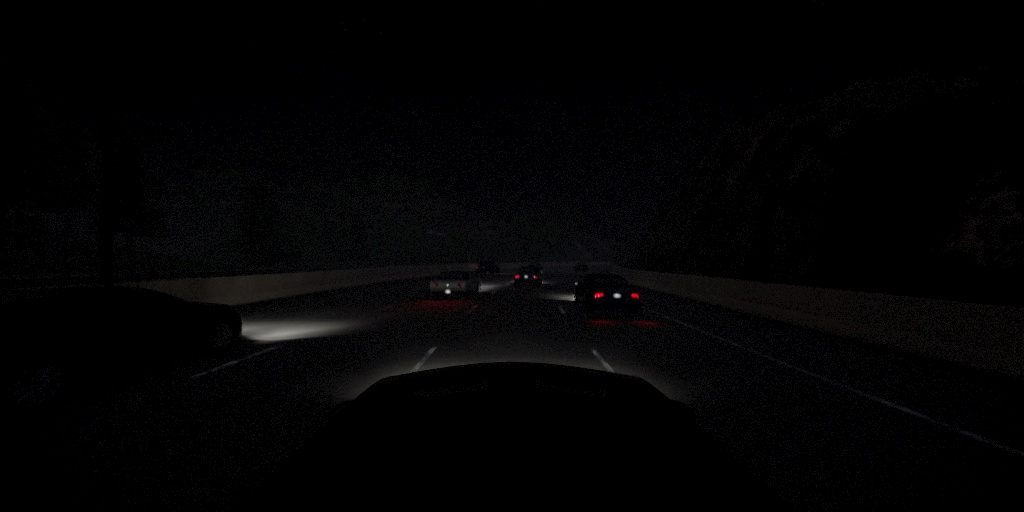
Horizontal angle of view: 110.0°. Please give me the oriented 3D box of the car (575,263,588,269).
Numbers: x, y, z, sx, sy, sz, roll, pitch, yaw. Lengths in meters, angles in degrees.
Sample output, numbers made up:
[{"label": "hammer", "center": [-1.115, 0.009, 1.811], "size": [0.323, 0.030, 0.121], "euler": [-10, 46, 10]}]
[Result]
[{"label": "car", "center": [11.524, 1.829, 59.324], "size": [1.812, 1.442, 4.674], "euler": [0, -1, 18]}]

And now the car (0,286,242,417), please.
[{"label": "car", "center": [-6.836, 1.240, 5.866], "size": [1.837, 1.490, 4.892], "euler": [0, 0, 0]}]

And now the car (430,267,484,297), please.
[{"label": "car", "center": [-2.986, 1.477, 19.873], "size": [1.895, 1.301, 4.718], "euler": [0, 0, 4]}]

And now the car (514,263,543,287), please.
[{"label": "car", "center": [1.276, 1.516, 27.327], "size": [2.033, 1.411, 5.357], "euler": [0, 0, 7]}]

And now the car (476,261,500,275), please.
[{"label": "car", "center": [-2.954, 1.429, 44.560], "size": [2.097, 1.767, 4.553], "euler": [0, -1, 12]}]

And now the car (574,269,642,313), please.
[{"label": "car", "center": [3.726, 1.431, 14.737], "size": [2.033, 1.411, 5.357], "euler": [0, 0, 3]}]
